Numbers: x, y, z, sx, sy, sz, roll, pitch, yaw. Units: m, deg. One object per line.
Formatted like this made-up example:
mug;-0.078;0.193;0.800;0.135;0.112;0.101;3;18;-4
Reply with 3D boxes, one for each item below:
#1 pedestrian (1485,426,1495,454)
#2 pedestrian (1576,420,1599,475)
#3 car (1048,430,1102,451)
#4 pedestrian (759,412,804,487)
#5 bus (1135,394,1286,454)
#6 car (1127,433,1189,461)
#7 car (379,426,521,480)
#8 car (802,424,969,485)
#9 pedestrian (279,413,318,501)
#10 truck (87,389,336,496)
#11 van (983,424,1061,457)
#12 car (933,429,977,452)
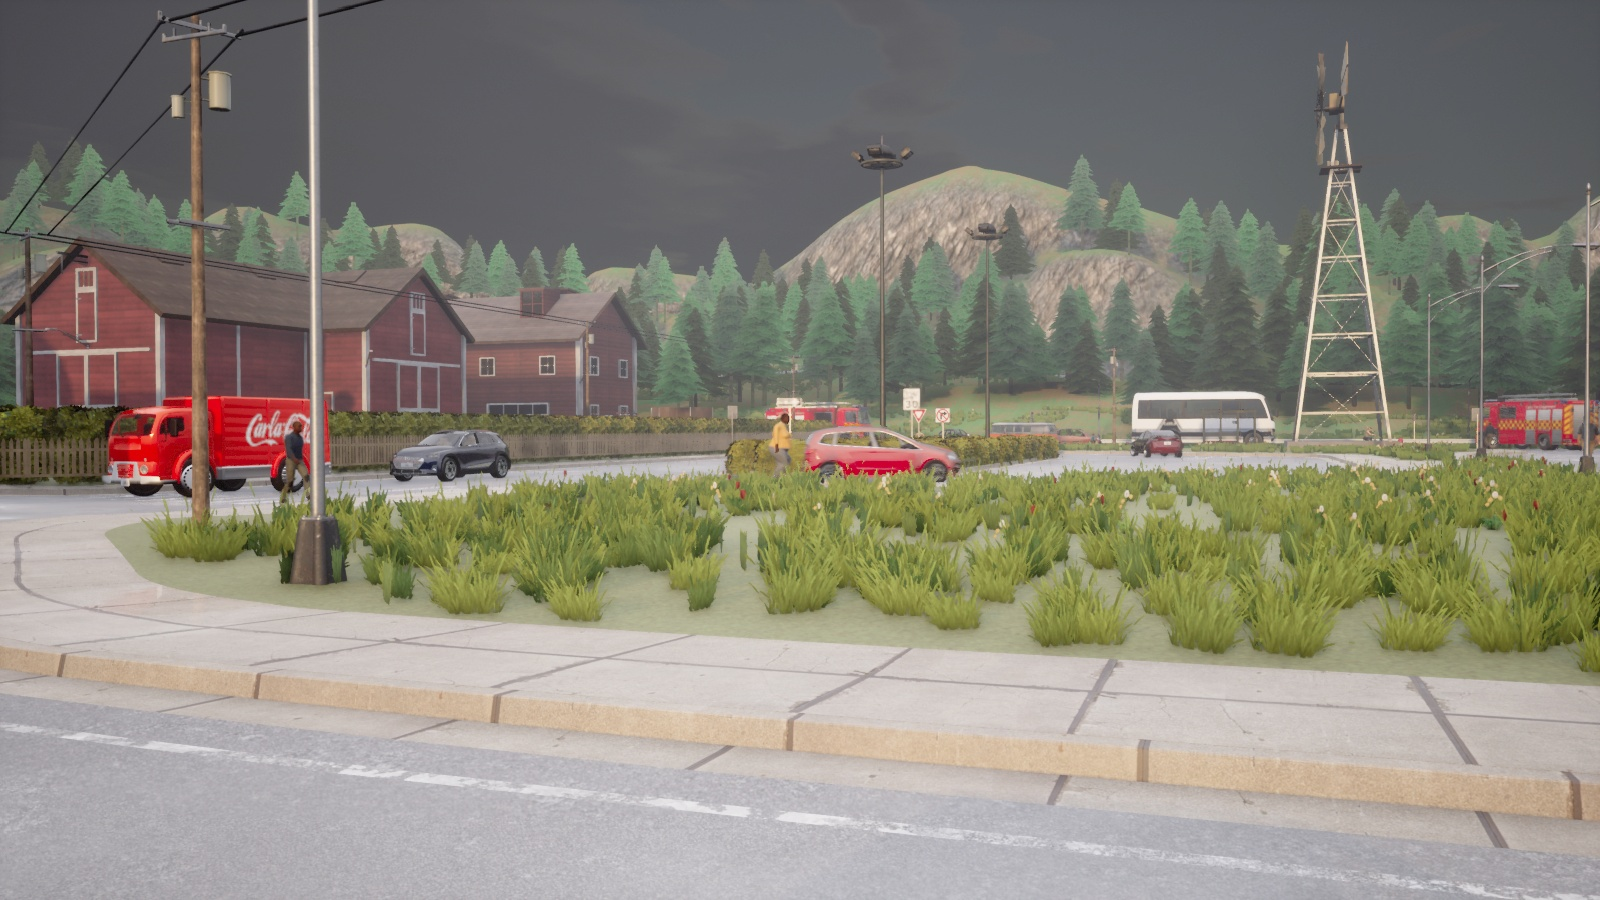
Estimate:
pedestrian;44.762;-0.655;81.478;0.370;1.835;0.726;1;1;40
pedestrian;26.325;-0.091;41.944;0.540;1.848;0.694;1;1;19
car;20.916;-0.727;95.545;3.988;1.617;1.851;0;1;12
pedestrian;-0.457;-0.023;31.422;0.900;1.855;0.874;1;1;19
bus;30.149;-1.915;92.322;10.273;4.253;3.944;1;1;20
car;19.687;-0.210;69.323;2.163;1.488;4.792;0;1;2
car;-11.261;0.060;40.834;2.033;1.649;4.856;1;1;20
car;2.409;0.102;36.097;4.611;1.667;2.242;0;1;2
pedestrian;-10.581;0.148;26.492;0.726;1.835;0.370;1;1;24
truck;-14.681;-0.227;31.729;2.627;2.467;5.204;1;1;25
van;13.731;-0.614;77.735;4.442;1.987;1.775;1;1;31
car;11.503;-0.720;92.947;1.851;1.617;3.988;1;1;29
